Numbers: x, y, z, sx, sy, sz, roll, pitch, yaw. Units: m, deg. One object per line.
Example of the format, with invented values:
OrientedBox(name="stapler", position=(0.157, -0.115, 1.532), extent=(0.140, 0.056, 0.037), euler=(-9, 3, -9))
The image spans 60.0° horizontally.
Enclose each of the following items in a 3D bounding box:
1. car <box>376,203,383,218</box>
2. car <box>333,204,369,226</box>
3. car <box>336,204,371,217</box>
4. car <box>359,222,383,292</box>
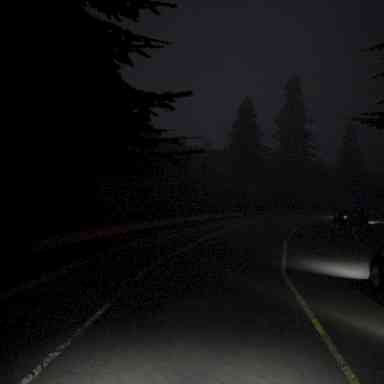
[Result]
OrientedBox(name="car", position=(21.967, 1.907, 36.152), extent=(4.553, 1.767, 2.097), euler=(1, 0, -36))
OrientedBox(name="car", position=(12.867, 1.902, 26.872), extent=(1.994, 1.385, 4.181), euler=(1, 0, 37))
OrientedBox(name="car", position=(18.229, 2.041, 37.495), extent=(4.181, 1.385, 1.994), euler=(1, 0, -40))
OrientedBox(name="car", position=(5.017, 1.629, 6.302), extent=(1.837, 1.490, 4.892), euler=(1, 0, 9))
